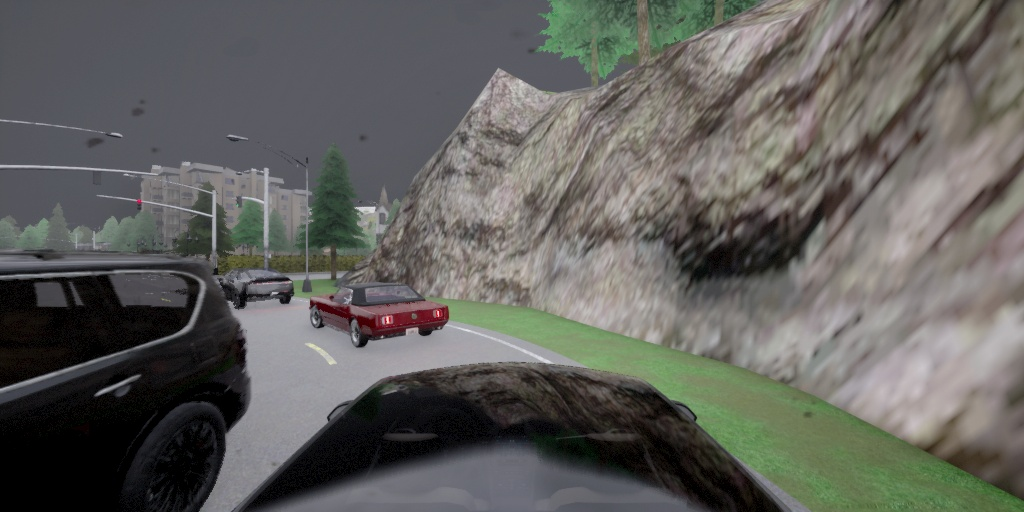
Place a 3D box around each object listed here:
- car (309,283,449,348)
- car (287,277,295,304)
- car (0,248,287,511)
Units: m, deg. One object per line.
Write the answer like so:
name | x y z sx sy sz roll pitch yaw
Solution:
car | -3.713 1.351 9.393 1.895 1.301 4.718 0 0 -44
car | -11.016 1.242 15.103 4.902 1.511 2.128 0 0 36
car | -3.225 0.971 0.978 2.150 2.045 5.566 2 0 -7
